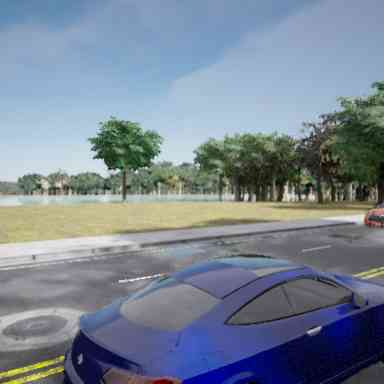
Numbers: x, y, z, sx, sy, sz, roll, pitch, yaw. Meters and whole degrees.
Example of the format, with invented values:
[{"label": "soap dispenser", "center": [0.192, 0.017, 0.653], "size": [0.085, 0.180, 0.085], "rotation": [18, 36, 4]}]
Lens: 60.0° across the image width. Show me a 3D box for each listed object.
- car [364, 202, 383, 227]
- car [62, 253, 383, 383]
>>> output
[{"label": "car", "center": [12.810, 1.315, 20.916], "size": [4.553, 1.767, 2.097], "rotation": [0, 0, -36]}, {"label": "car", "center": [0.901, 1.521, 4.097], "size": [4.674, 1.442, 1.812], "rotation": [0, 0, -36]}]
